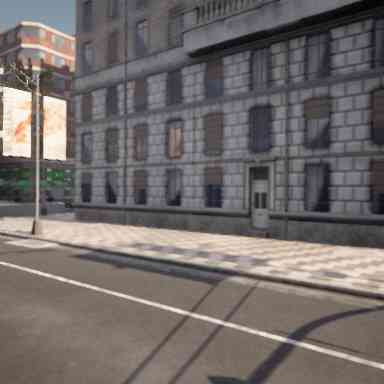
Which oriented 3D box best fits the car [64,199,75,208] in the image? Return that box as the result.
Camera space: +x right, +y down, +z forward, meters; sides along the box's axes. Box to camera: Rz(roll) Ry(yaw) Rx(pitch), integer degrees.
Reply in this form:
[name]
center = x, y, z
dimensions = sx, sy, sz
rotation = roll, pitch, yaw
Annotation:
[car]
center = -12.917, 1.344, 40.236
dimensions = 1.895, 1.301, 4.718
rotation = 1, 0, 37
